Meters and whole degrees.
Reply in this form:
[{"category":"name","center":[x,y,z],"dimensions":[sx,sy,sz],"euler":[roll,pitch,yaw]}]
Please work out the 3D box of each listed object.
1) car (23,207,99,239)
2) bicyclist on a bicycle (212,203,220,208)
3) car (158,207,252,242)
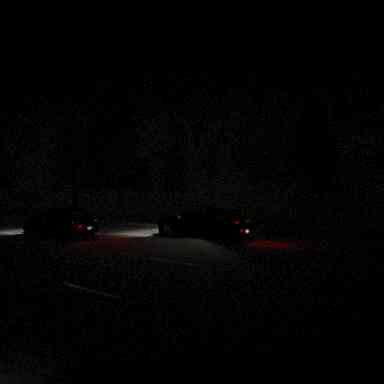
[{"category":"car","center":[-6.754,1.512,17.119],"dimensions":[4.674,1.442,1.812],"euler":[0,0,35]},{"category":"bicyclist on a bicycle","center":[1.266,1.405,17.622],"dimensions":[0.582,1.620,1.656],"euler":[0,0,35]},{"category":"car","center":[0.516,1.497,16.303],"dimensions":[4.892,1.490,1.837],"euler":[0,0,35]}]
